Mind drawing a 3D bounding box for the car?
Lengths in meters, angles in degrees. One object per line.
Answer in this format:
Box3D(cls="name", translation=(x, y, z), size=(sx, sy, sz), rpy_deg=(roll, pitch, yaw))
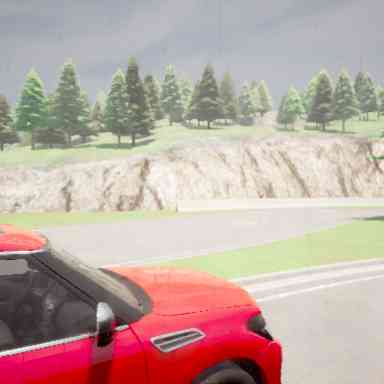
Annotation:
Box3D(cls="car", translation=(-1.819, 1.221, 2.377), size=(5.566, 2.045, 2.150), rpy_deg=(0, 0, -35))
